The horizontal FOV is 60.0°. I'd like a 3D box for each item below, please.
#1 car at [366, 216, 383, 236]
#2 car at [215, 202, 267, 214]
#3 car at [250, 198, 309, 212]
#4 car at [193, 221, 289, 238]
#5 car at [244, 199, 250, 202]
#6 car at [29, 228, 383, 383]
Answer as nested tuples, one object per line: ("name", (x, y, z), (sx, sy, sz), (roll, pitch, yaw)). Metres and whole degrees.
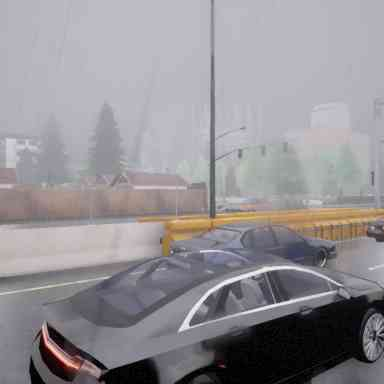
("car", (10.056, 1.547, 15.179), (5.357, 1.411, 2.033), (0, 0, -35))
("car", (1.360, 1.491, 17.808), (4.902, 1.511, 2.128), (0, 0, -35))
("car", (7.100, 1.350, 26.088), (4.553, 1.767, 2.097), (0, 0, -35))
("car", (1.856, 1.547, 9.359), (5.357, 1.411, 2.033), (0, 0, -35))
("car", (5.379, 1.353, 29.170), (4.553, 1.767, 2.097), (0, 0, -38))
("car", (0.665, 1.492, 4.215), (4.902, 1.511, 2.128), (0, 0, -35))
